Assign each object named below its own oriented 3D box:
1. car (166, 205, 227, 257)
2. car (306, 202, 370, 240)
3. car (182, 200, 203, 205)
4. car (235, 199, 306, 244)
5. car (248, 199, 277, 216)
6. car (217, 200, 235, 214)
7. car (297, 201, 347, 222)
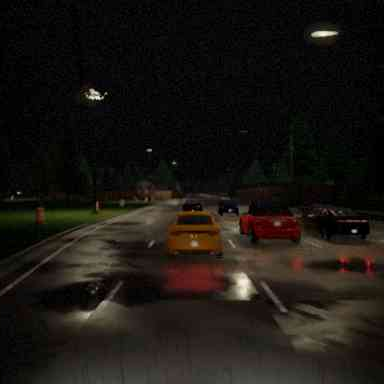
[{"bbox_3d":[0.082,1.483,12.912,1.882,1.535,5.008,0,0,0],"label":"car"},{"bbox_3d":[7.083,1.497,16.924,2.128,1.511,4.902,0,0,0],"label":"car"},{"bbox_3d":[0.069,1.506,32.421,2.128,1.511,4.902,0,0,0],"label":"car"},{"bbox_3d":[3.582,1.358,16.059,2.097,1.767,4.553,0,0,0],"label":"car"},{"bbox_3d":[7.068,1.491,33.976,1.882,1.535,5.008,0,0,0],"label":"car"},{"bbox_3d":[3.569,1.539,33.437,1.812,1.442,4.674,0,0,0],"label":"car"},{"bbox_3d":[10.572,1.557,27.526,2.033,1.411,5.357,0,0,0],"label":"car"}]
